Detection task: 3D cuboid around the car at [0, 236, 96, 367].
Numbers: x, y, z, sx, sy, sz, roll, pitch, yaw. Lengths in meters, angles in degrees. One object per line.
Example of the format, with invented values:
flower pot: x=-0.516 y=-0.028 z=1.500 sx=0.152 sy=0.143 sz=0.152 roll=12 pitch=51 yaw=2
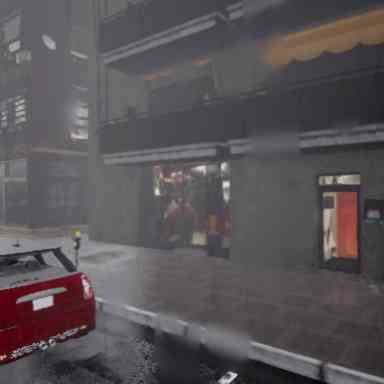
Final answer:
car: x=-3.473 y=1.434 z=5.364 sx=4.097 sy=1.590 sz=1.967 roll=0 pitch=0 yaw=36
